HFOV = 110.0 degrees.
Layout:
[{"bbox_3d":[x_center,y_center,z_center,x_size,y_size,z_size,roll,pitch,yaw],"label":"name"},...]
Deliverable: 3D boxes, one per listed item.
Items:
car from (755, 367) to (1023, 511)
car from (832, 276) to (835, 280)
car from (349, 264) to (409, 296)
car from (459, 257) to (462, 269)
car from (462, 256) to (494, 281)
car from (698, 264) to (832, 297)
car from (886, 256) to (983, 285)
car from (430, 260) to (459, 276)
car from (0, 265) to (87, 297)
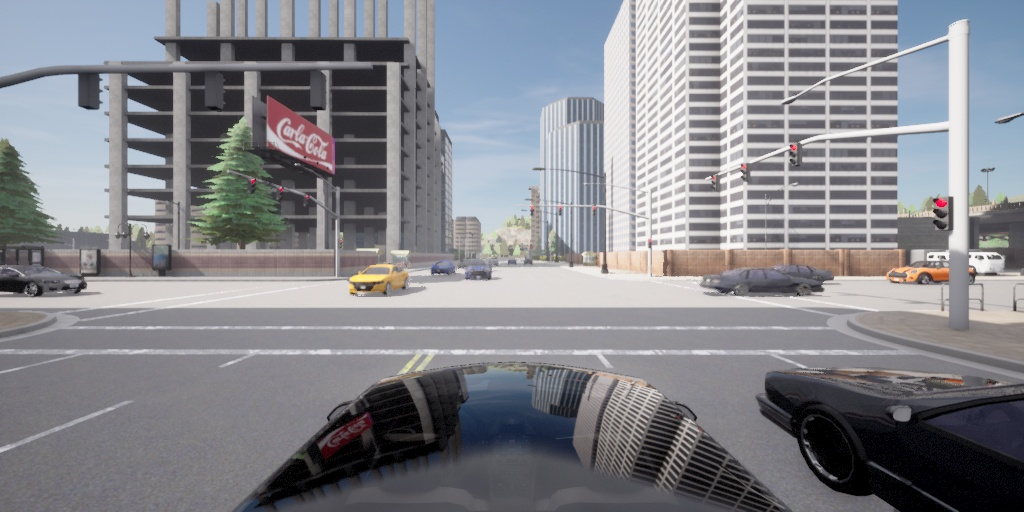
[{"bbox_3d":[3.597,1.298,1.449,2.033,1.411,5.357,0,0,0],"label":"car"},{"bbox_3d":[19.646,1.290,25.495,5.357,1.411,2.033,0,0,0],"label":"car"},{"bbox_3d":[-7.092,1.222,19.576,1.882,1.535,5.008,0,0,0],"label":"car"},{"bbox_3d":[-7.072,1.239,54.415,1.837,1.490,4.892,0,0,0],"label":"car"},{"bbox_3d":[-2.947,1.092,30.381,2.097,1.767,4.553,0,0,-8],"label":"car"},{"bbox_3d":[12.545,1.292,18.278,5.357,1.411,2.033,0,0,2],"label":"car"},{"bbox_3d":[29.655,1.095,25.517,4.553,1.767,2.097,0,0,1],"label":"car"},{"bbox_3d":[-7.103,1.217,37.361,1.882,1.535,5.008,0,0,1],"label":"car"},{"bbox_3d":[-24.548,1.236,18.079,4.902,1.511,2.128,0,0,0],"label":"car"}]
